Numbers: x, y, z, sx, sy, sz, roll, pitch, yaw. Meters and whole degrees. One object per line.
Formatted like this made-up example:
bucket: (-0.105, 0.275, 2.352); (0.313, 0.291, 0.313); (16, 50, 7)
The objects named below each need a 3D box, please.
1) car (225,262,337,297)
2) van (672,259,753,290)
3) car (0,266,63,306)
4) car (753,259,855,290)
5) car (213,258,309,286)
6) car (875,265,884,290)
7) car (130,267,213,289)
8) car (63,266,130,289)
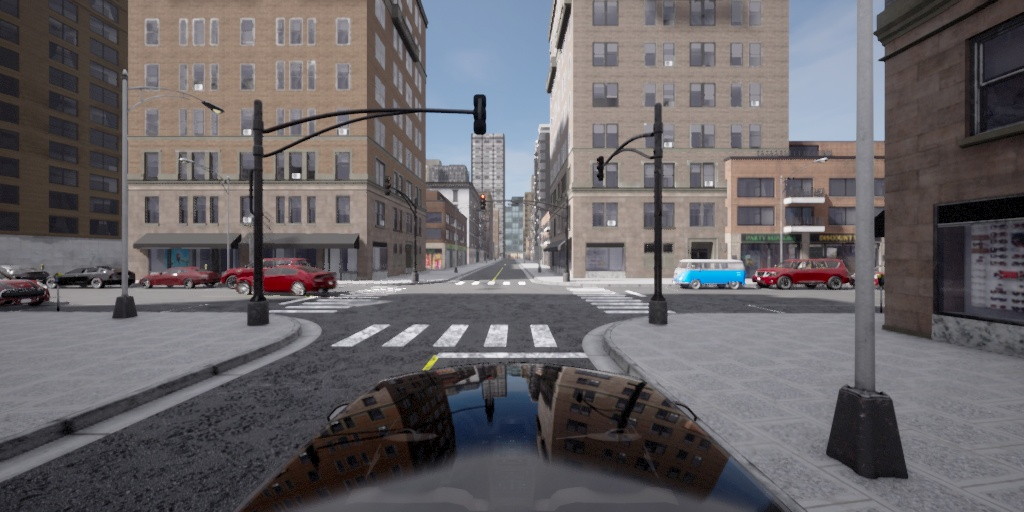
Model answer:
car: (-11.673, 1.223, 18.602); (5.008, 1.535, 1.882); (0, 0, 8)
van: (12.034, 1.105, 21.983); (3.998, 1.789, 1.690); (0, 0, 0)
car: (-20.459, 1.178, 13.639); (4.097, 1.591, 1.967); (0, 0, 0)
car: (17.631, 1.084, 21.952); (5.009, 1.841, 2.192); (0, 0, 0)
car: (-14.913, 1.056, 22.134); (5.009, 1.841, 2.192); (0, 0, 0)
car: (23.226, 1.214, 21.920); (4.097, 1.591, 1.967); (0, 0, 0)
car: (-20.436, 1.318, 22.166); (4.207, 1.307, 1.802); (0, 0, 0)
car: (-25.960, 1.297, 22.196); (4.313, 1.339, 1.948); (0, 0, 0)
